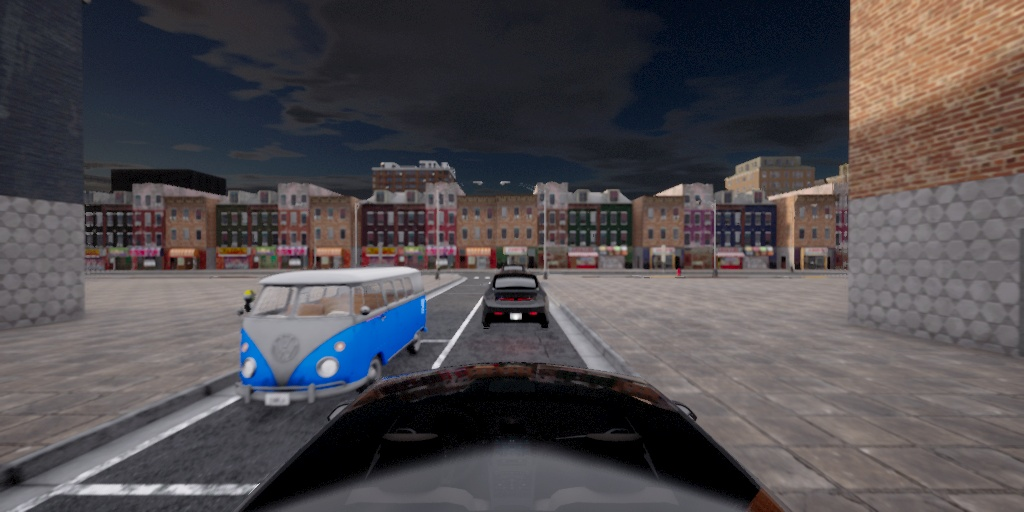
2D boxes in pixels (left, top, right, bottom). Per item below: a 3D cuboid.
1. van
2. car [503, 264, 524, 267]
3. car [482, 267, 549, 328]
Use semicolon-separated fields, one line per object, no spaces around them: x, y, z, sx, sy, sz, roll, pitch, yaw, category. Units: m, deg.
-2.642;1.092;6.136;1.690;1.789;3.998;0;0;0;van
0.076;1.266;23.014;1.837;1.490;4.892;0;0;0;car
0.090;1.259;11.412;1.837;1.490;4.892;0;0;0;car
